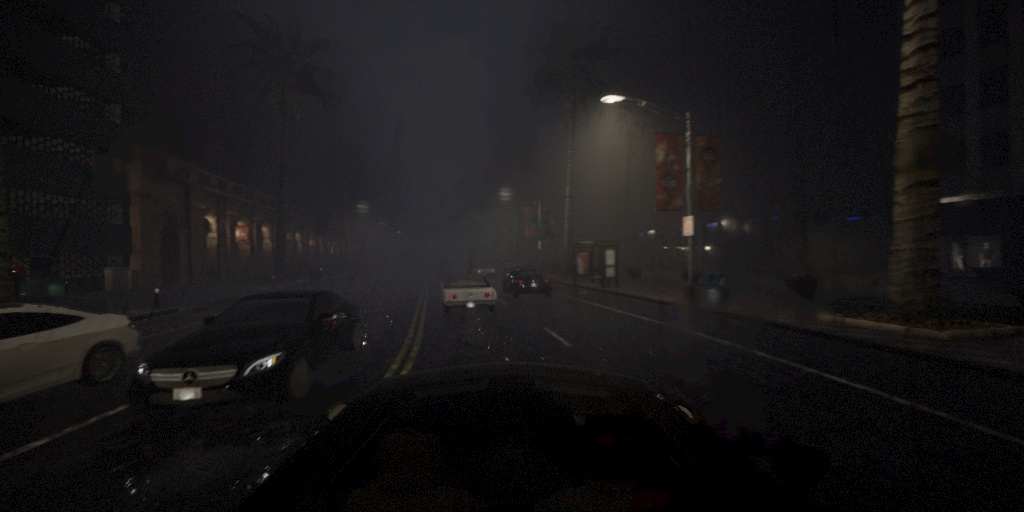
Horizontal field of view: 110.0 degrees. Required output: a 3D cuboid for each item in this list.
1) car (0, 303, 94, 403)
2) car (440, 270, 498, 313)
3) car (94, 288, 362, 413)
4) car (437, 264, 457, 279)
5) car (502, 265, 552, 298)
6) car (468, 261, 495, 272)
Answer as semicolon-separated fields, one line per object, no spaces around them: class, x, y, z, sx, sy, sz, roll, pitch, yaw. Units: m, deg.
car;-7.377;1.391;4.474;1.812;1.442;4.674;-1;0;-6
car;-1.855;1.422;14.566;1.895;1.301;4.718;-1;0;-11
car;-4.099;1.351;6.467;1.812;1.442;4.674;-1;0;-8
car;-6.473;1.510;36.064;2.033;1.411;5.357;-1;0;-12
car;0.696;1.366;19.267;1.994;1.385;4.181;-1;0;-11
car;-2.970;1.515;36.424;1.895;1.301;4.718;-1;0;-12
